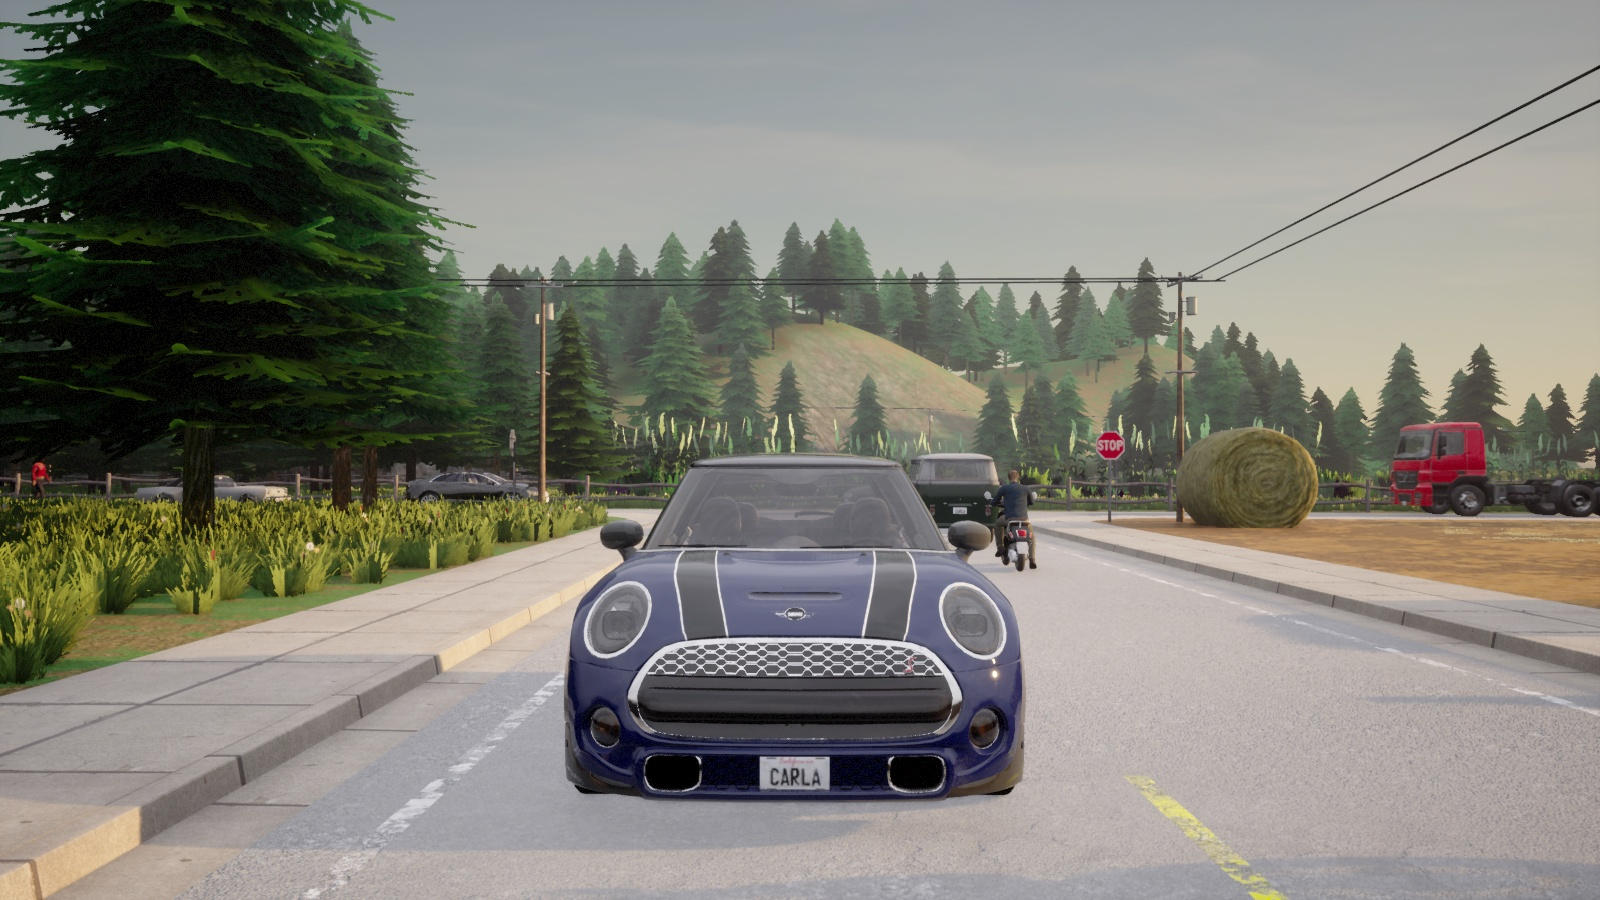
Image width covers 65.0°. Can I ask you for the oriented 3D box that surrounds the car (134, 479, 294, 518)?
[{"bbox_3d":[-20.475,1.699,44.022,4.718,1.301,1.895,0,-1,1],"label":"car"}]

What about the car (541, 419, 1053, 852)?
[{"bbox_3d":[-0.021,0.798,7.441,2.097,1.767,4.553,0,-1,0],"label":"car"}]

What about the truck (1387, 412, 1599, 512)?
[{"bbox_3d":[25.923,0.454,45.447,7.936,3.462,2.891,0,-1,3],"label":"truck"}]

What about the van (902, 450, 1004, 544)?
[{"bbox_3d":[3.424,1.038,28.899,1.775,1.987,4.442,0,-1,0],"label":"van"}]

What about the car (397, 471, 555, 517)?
[{"bbox_3d":[-11.184,1.512,43.634,4.902,1.511,2.128,0,-1,3],"label":"car"}]

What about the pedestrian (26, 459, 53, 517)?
[{"bbox_3d":[-24.514,1.215,40.481,0.636,1.846,0.331,0,-1,0],"label":"pedestrian"}]

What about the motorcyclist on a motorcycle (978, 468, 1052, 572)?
[{"bbox_3d":[3.447,1.093,20.245,0.866,1.590,1.817,0,-1,0],"label":"motorcyclist on a motorcycle"}]
